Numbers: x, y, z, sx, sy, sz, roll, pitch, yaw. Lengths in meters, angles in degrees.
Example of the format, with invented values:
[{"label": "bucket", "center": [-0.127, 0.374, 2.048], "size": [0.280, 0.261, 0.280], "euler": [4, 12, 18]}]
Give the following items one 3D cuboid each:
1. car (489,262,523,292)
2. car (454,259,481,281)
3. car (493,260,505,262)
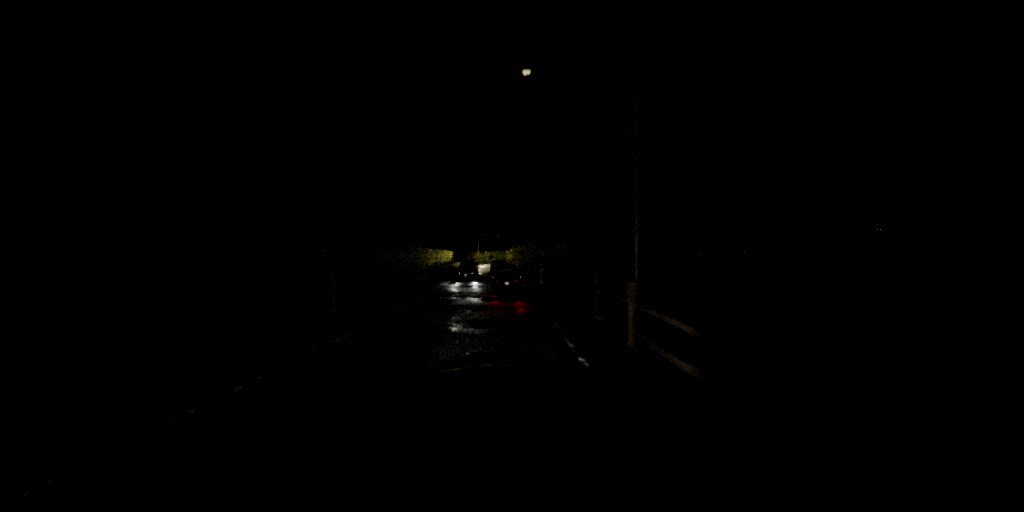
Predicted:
[{"label": "car", "center": [-0.355, 1.273, 21.439], "size": [1.812, 1.442, 4.674], "euler": [0, 0, -2]}, {"label": "car", "center": [-3.728, 1.252, 30.149], "size": [1.837, 1.490, 4.892], "euler": [0, 0, -3]}, {"label": "car", "center": [-1.501, 1.236, 40.856], "size": [1.882, 1.535, 5.008], "euler": [0, 0, -4]}]
